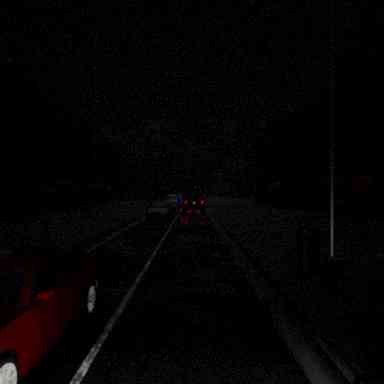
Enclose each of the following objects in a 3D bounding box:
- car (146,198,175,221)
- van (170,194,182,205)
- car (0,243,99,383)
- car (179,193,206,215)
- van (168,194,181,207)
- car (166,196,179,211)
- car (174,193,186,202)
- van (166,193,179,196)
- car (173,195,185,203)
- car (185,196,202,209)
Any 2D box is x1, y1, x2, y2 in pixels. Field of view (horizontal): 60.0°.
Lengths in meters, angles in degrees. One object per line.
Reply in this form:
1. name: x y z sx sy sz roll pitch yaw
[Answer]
1. car: -2.572 1.423 26.323 1.752 1.417 4.829 0 0 0
2. van: -2.503 1.176 53.812 1.690 1.788 3.998 0 0 0
3. car: -2.628 1.525 4.637 1.887 1.381 4.507 0 0 0
4. car: 0.181 1.100 32.585 2.150 2.045 5.566 0 0 0
5. van: -2.517 1.187 48.348 1.690 1.788 3.998 0 0 0
6. car: -2.545 1.452 37.420 1.802 1.307 4.206 0 0 0
7. car: -2.461 1.119 70.204 2.192 1.841 5.009 0 0 0
8. van: -2.531 1.199 42.884 1.690 1.788 3.998 0 0 0
9. car: -2.475 1.363 64.741 2.008 1.369 4.403 0 0 0
10. car: 0.209 1.349 44.269 2.128 1.511 4.902 0 0 0
